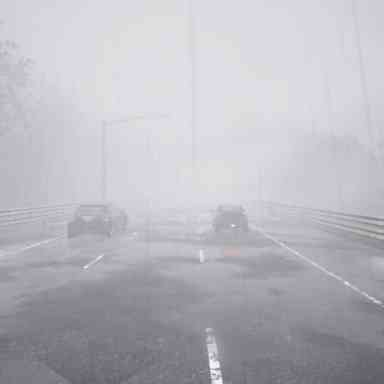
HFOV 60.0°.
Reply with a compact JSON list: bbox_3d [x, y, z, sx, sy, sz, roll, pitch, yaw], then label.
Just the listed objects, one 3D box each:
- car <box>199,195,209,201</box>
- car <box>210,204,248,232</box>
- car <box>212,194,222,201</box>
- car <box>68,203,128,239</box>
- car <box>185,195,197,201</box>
[{"bbox_3d":[2.872,1.675,85.870,1.895,1.301,4.718,0,0,6],"label":"car"},{"bbox_3d":[2.234,1.513,20.071,1.837,1.490,4.892,0,0,1],"label":"car"},{"bbox_3d":[6.431,1.436,86.264,2.097,1.767,4.553,0,0,6],"label":"car"},{"bbox_3d":[-4.821,1.358,17.657,2.097,1.767,4.553,0,0,1],"label":"car"},{"bbox_3d":[-0.657,1.620,85.767,2.033,1.411,5.357,0,0,6],"label":"car"}]
